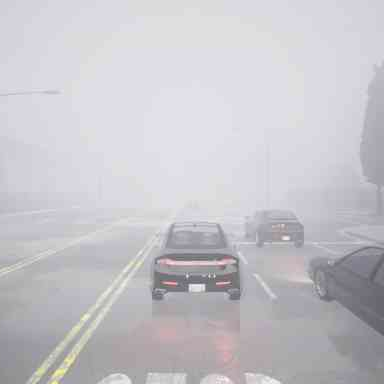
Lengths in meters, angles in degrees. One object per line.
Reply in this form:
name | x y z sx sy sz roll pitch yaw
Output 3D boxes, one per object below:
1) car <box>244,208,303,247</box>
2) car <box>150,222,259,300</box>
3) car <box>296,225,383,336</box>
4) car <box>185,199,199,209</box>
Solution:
car | 3.565 1.505 15.046 1.837 1.490 4.892 0 0 0
car | 0.082 1.492 8.345 2.128 1.511 4.902 0 0 0
car | 3.588 1.547 5.300 2.033 1.411 5.357 0 0 0
car | 0.002 1.601 44.149 1.895 1.301 4.718 0 0 0
